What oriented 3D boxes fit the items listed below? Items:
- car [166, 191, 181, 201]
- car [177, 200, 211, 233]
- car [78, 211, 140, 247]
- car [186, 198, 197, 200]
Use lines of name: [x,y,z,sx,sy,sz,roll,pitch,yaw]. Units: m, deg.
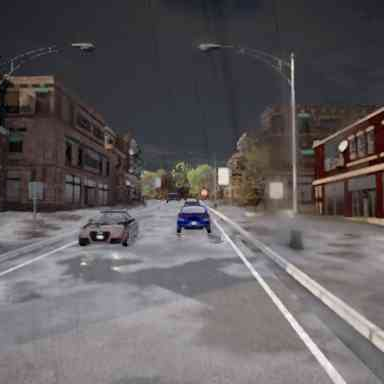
car: [-3.080,0.884,55.663,2.150,2.045,5.566,0,0,-1]
car: [0.103,1.493,20.014,1.882,1.535,5.008,0,0,0]
car: [-3.594,1.576,14.980,1.994,1.385,4.181,0,0,0]
car: [-0.041,1.509,41.191,1.882,1.535,5.008,0,0,-1]
